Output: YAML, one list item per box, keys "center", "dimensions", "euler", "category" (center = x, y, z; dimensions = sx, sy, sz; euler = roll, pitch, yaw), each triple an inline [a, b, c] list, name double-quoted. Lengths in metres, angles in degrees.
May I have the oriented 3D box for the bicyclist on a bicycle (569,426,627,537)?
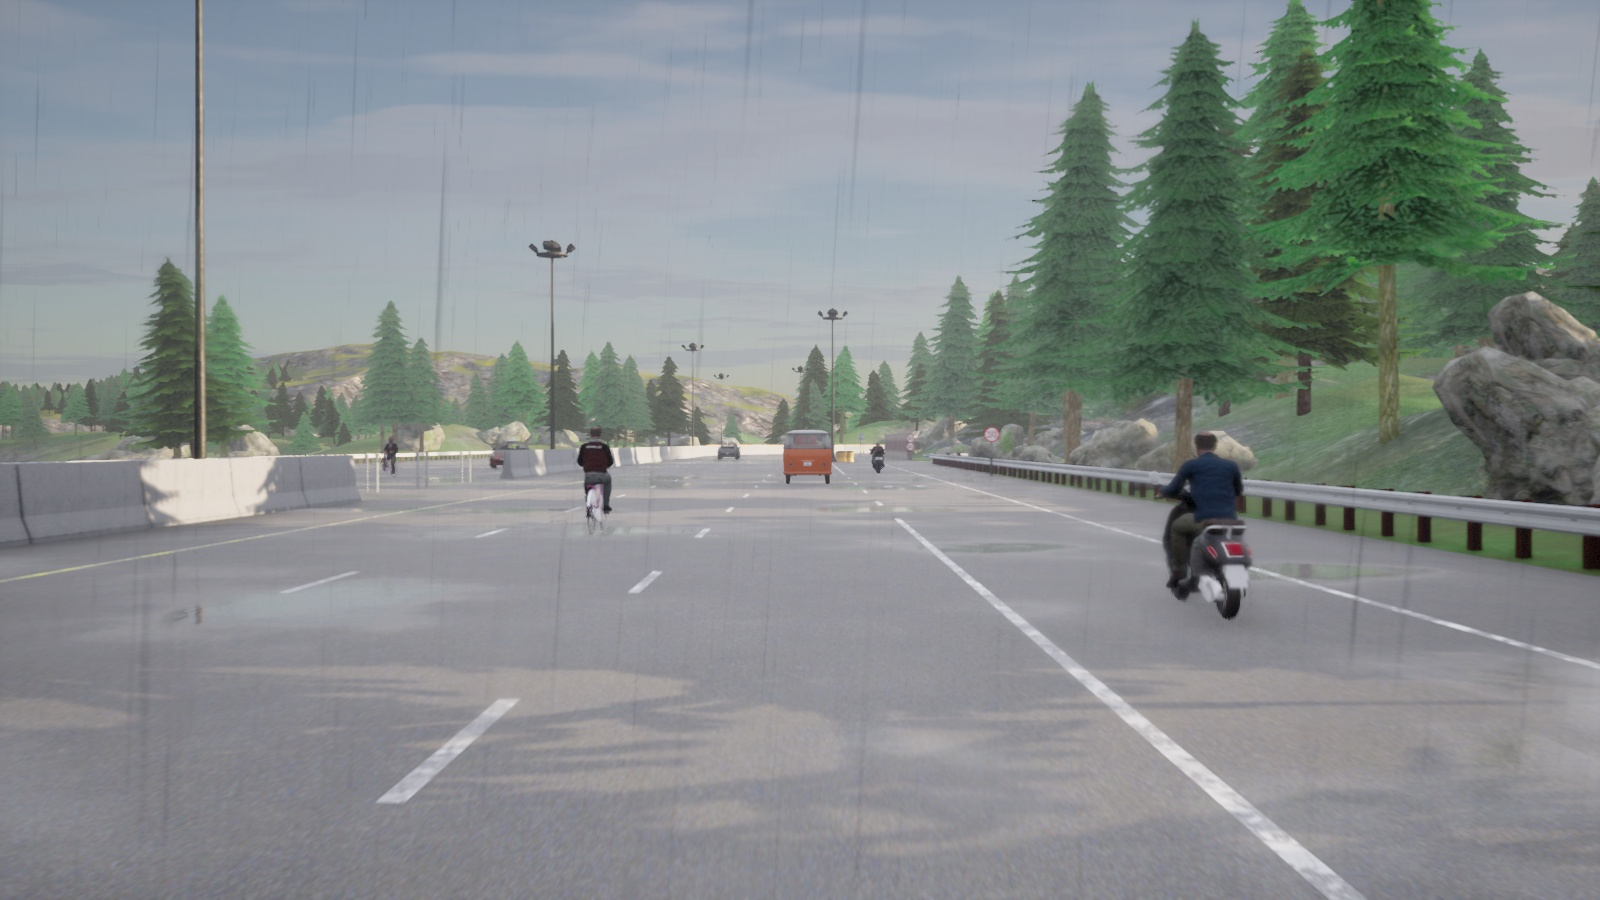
- center: [-3.364, 0.496, 21.019]
  dimensions: [0.659, 1.776, 1.843]
  euler: [0, 1, 0]
  category: "bicyclist on a bicycle"

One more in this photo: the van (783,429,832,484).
- center: [0.290, 0.230, 47.650]
  dimensions: [1.775, 1.987, 4.442]
  euler: [0, 0, 0]
  category: "van"

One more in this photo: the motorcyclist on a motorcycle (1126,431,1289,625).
- center: [3.584, 0.640, 11.233]
  dimensions: [0.866, 1.590, 1.817]
  euler: [0, 0, 0]
  category: "motorcyclist on a motorcycle"

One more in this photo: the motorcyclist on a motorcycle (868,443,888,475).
- center: [3.876, 0.432, 62.536]
  dimensions: [0.866, 1.530, 2.191]
  euler: [0, 0, 0]
  category: "motorcyclist on a motorcycle"

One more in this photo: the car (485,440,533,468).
- center: [-17.059, 0.215, 73.829]
  dimensions: [1.851, 1.617, 3.988]
  euler: [0, 0, 0]
  category: "car"
